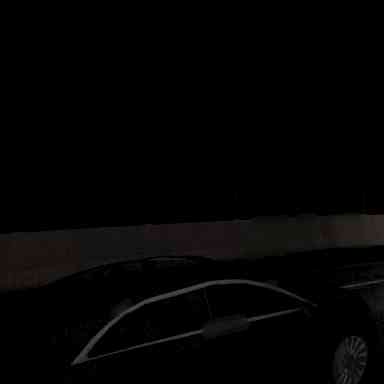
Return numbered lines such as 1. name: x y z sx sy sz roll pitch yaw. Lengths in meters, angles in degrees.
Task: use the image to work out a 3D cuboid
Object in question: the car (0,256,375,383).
1. car: 0.037 1.492 3.649 4.902 1.511 2.128 0 0 -33
